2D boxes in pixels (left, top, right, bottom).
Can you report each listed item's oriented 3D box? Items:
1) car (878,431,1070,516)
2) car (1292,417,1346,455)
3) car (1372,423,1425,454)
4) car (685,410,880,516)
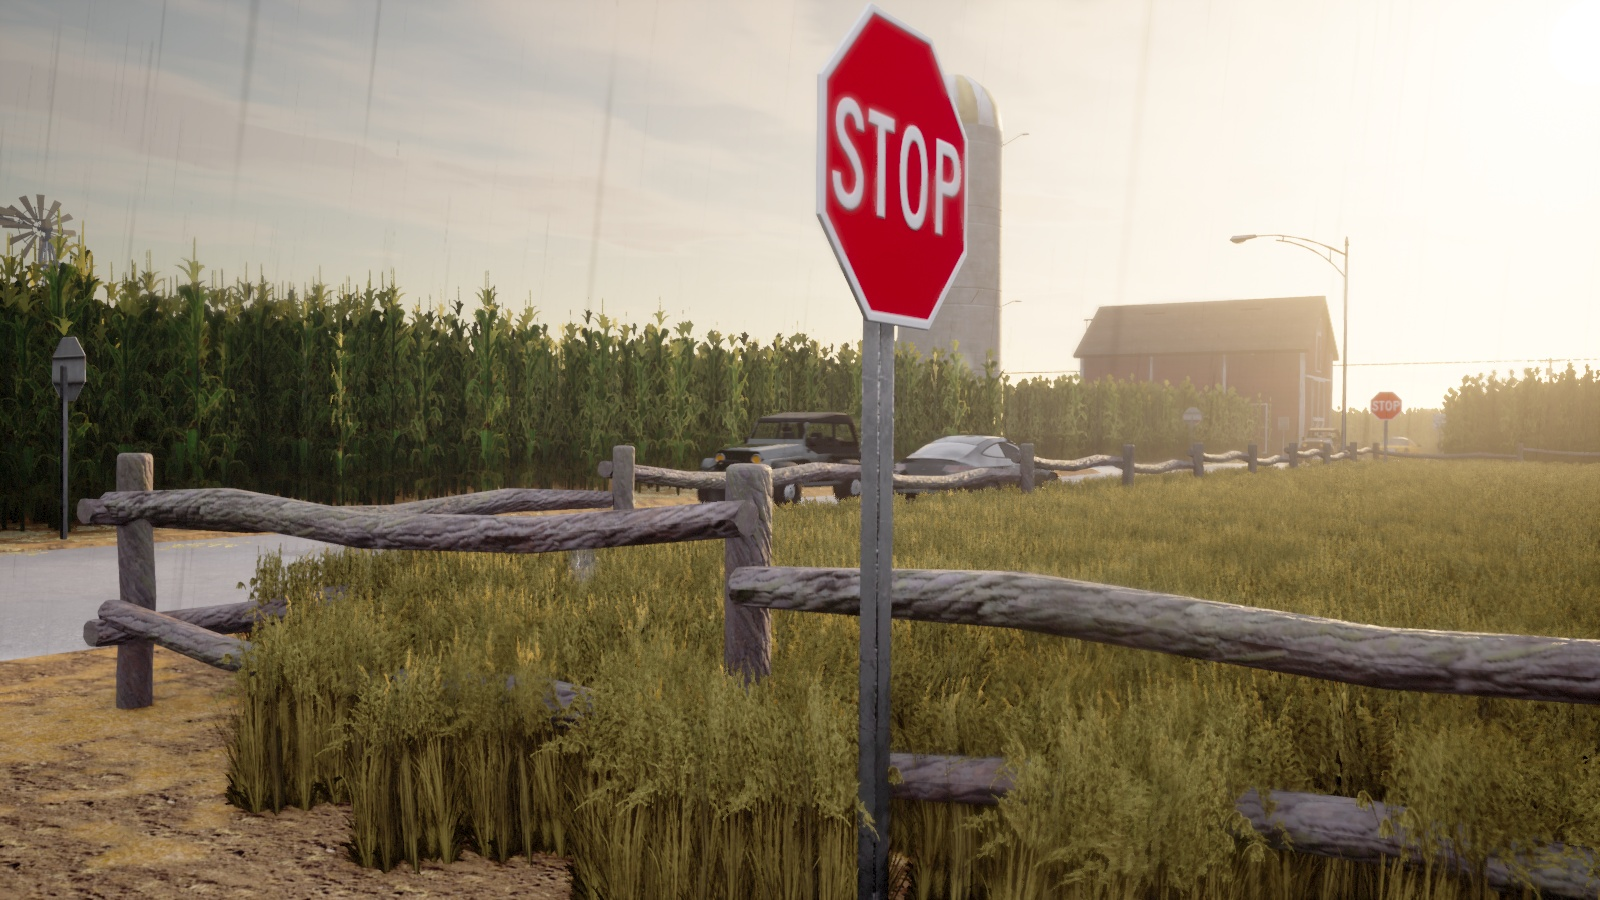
[{"bbox_3d":[3.473,0.384,24.265,1.812,1.442,4.674,0,1,34],"label":"car"},{"bbox_3d":[26.897,-0.711,65.017,1.905,1.878,3.866,0,0,34],"label":"car"},{"bbox_3d":[32.088,-0.595,67.217,1.801,1.575,5.366,0,0,34],"label":"car"},{"bbox_3d":[-0.253,0.193,24.263,1.905,1.878,3.866,0,1,34],"label":"car"}]
